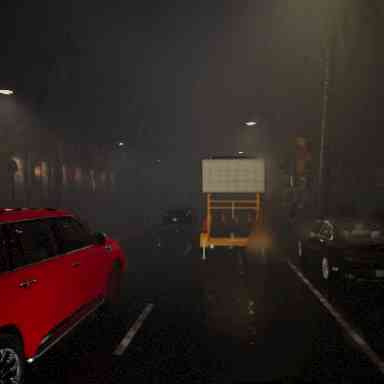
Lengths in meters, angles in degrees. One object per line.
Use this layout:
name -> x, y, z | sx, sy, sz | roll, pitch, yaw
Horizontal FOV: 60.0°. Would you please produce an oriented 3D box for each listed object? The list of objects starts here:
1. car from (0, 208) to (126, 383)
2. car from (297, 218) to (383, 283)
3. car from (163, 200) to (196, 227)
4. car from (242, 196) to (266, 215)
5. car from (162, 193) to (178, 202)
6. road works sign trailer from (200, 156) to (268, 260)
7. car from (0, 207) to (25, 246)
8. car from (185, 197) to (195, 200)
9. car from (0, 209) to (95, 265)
car -> -2.682, 1.222, 4.716 | 2.150, 2.045, 5.566 | 0, 0, 6
car -> 4.338, 1.482, 9.523 | 2.231, 1.521, 4.892 | 0, 0, 6
car -> -0.799, 1.528, 22.914 | 1.812, 1.442, 4.674 | 0, 0, 6
car -> 7.371, 1.358, 38.741 | 2.185, 1.767, 4.553 | 0, 0, 6
car -> -3.854, 1.214, 60.457 | 2.150, 2.045, 5.566 | 0, 0, 7
road works sign trailer -> 1.540, 0.466, 12.480 | 2.380, 3.560, 2.880 | 0, 0, 6
car -> -9.038, 1.479, 13.241 | 1.882, 1.535, 5.008 | 0, 0, 6
car -> -0.367, 1.554, 60.136 | 2.033, 1.411, 5.357 | 0, 0, 7
car -> -5.565, 1.506, 12.796 | 1.837, 1.490, 4.892 | 0, 0, 6
